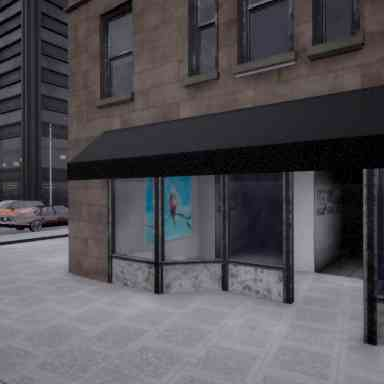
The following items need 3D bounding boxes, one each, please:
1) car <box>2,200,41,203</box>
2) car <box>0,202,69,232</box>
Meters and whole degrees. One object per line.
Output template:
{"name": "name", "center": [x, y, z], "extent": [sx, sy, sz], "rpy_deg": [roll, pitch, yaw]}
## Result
{"name": "car", "center": [-11.369, 1.311, 21.013], "extent": [2.097, 1.767, 4.553], "rpy_deg": [0, 0, 35]}
{"name": "car", "center": [-8.451, 1.491, 19.765], "extent": [2.033, 1.411, 5.357], "rpy_deg": [0, 0, 35]}
